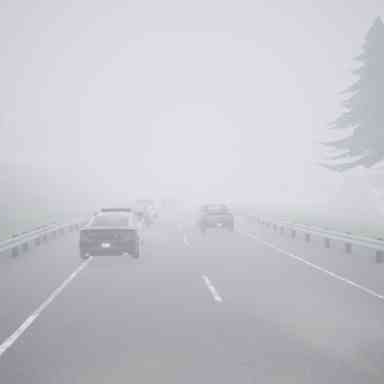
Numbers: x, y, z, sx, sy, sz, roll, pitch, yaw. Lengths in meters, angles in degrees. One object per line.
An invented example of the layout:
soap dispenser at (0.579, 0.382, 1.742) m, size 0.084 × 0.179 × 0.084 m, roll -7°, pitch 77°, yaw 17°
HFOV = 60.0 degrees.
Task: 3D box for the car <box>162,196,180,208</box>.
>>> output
car at (-3.204, 1.351, 48.129) m, size 2.097 × 1.767 × 4.553 m, roll 0°, pitch 0°, yaw 0°

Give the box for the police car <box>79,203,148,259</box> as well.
police car at (-2.883, 1.425, 12.737) m, size 1.930 × 1.638 × 5.238 m, roll 0°, pitch 0°, yaw -6°

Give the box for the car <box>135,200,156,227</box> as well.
car at (-3.656, 1.526, 22.572) m, size 1.812 × 1.442 × 4.674 m, roll 0°, pitch 0°, yaw -4°

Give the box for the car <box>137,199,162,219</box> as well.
car at (-3.959, 1.351, 28.519) m, size 2.097 × 1.767 × 4.553 m, roll 0°, pitch 0°, yaw -2°

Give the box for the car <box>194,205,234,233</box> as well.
car at (1.257, 1.490, 19.737) m, size 2.128 × 1.511 × 4.902 m, roll 0°, pitch 0°, yaw -4°
